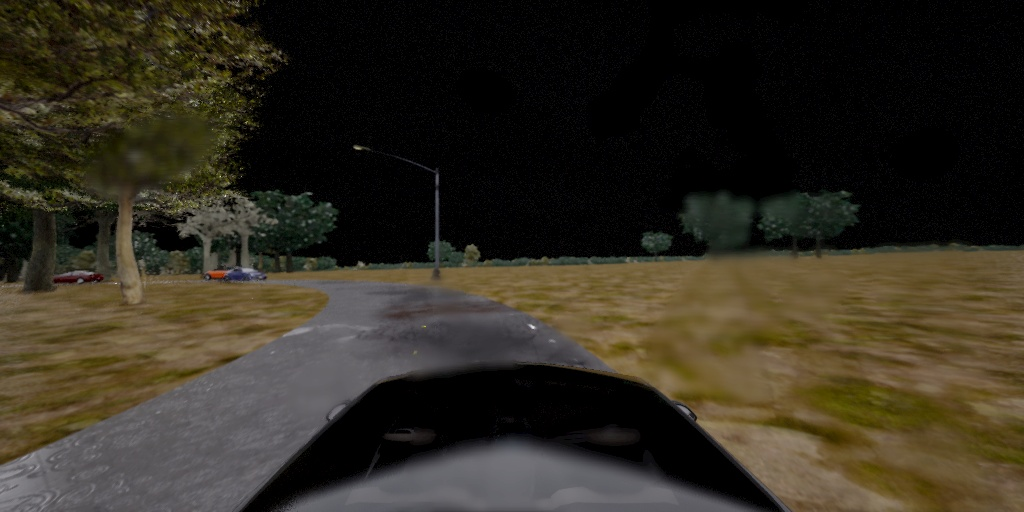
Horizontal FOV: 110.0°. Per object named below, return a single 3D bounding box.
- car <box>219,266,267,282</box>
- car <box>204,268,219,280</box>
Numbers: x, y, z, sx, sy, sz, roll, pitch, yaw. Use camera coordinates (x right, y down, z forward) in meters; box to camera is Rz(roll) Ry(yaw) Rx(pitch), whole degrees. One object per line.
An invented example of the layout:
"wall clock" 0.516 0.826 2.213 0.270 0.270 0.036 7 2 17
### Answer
"car" -27.366 1.909 36.818 4.674 1.442 1.812 -1 -2 21
"car" -34.697 2.029 43.450 4.553 1.767 2.097 -1 -2 10
